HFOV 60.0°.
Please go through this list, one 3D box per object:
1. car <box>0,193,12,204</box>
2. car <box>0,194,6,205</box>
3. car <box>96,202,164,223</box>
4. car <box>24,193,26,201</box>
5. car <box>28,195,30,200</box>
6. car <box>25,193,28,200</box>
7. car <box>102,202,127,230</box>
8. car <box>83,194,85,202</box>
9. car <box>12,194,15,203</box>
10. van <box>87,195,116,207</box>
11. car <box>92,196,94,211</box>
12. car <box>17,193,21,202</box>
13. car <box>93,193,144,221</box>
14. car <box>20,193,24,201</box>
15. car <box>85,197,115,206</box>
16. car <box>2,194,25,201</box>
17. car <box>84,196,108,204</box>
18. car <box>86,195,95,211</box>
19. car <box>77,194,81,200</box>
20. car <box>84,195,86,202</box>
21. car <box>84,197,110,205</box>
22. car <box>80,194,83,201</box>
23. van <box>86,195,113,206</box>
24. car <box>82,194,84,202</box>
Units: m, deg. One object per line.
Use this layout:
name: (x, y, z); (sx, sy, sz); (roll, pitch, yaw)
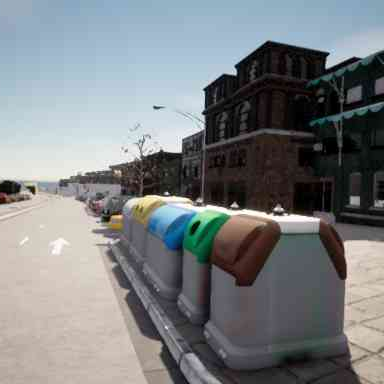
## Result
car: (-34.192, 1.139, 56.043); (5.566, 2.045, 2.435); (1, 0, -39)
car: (-33.182, 1.405, 53.271); (4.792, 1.488, 2.163); (1, -1, -39)
car: (-5.009, 1.658, 27.156); (5.008, 1.535, 2.097); (3, -1, -39)
car: (-41.237, 1.523, 75.604); (4.792, 1.488, 2.163); (1, -1, -41)
car: (-44.650, 1.526, 83.719); (5.366, 1.575, 1.946); (1, 0, -42)
car: (-42.320, 1.506, 78.343); (5.008, 1.535, 2.097); (1, 0, -41)
car: (-1.953, 1.589, 18.689); (5.366, 1.575, 1.946); (3, -2, -39)
car: (-11.808, 1.516, 47.101); (5.566, 2.045, 2.435); (3, -2, -39)
car: (-35.014, 1.405, 58.988); (5.366, 1.575, 1.946); (1, -1, -39)
van: (-15.827, 1.597, 58.370); (4.442, 1.987, 1.878); (3, -1, -39)
car: (-6.977, 1.563, 32.845); (4.553, 1.767, 2.185); (3, -2, -39)
car: (-38.138, 1.451, 67.255); (5.008, 1.535, 2.097); (1, 0, -40)
car: (-3.044, 1.365, 21.462); (5.566, 2.045, 2.435); (3, -2, -39)
car: (-40.228, 1.509, 72.785); (4.792, 1.488, 2.163); (1, 0, -40)
car: (-18.572, 1.876, 67.103); (5.366, 1.575, 1.946); (3, -2, -39)
car: (-43.437, 1.393, 81.080); (4.553, 1.767, 2.185); (1, -1, -41)
car: (-21.778, 1.787, 75.498); (4.553, 1.767, 2.185); (3, -2, -40)
car: (-7.935, 1.453, 35.685); (5.566, 2.045, 2.435); (3, -1, -39)
car: (-27.156, 1.720, 89.600); (5.566, 2.045, 2.435); (3, -1, -42)
car: (-9.888, 1.483, 41.373); (5.566, 2.045, 2.435); (3, -1, -39)
car: (-20.742, 1.901, 72.661); (4.892, 1.521, 2.231); (3, -2, -40)
car: (-23.871, 1.938, 81.171); (5.008, 1.535, 2.097); (3, -2, -41)
van: (-17.798, 1.627, 64.063); (4.442, 1.987, 1.878); (3, -1, -39)
car: (-13.763, 1.547, 52.782); (5.566, 2.045, 2.435); (3, -2, -39)
